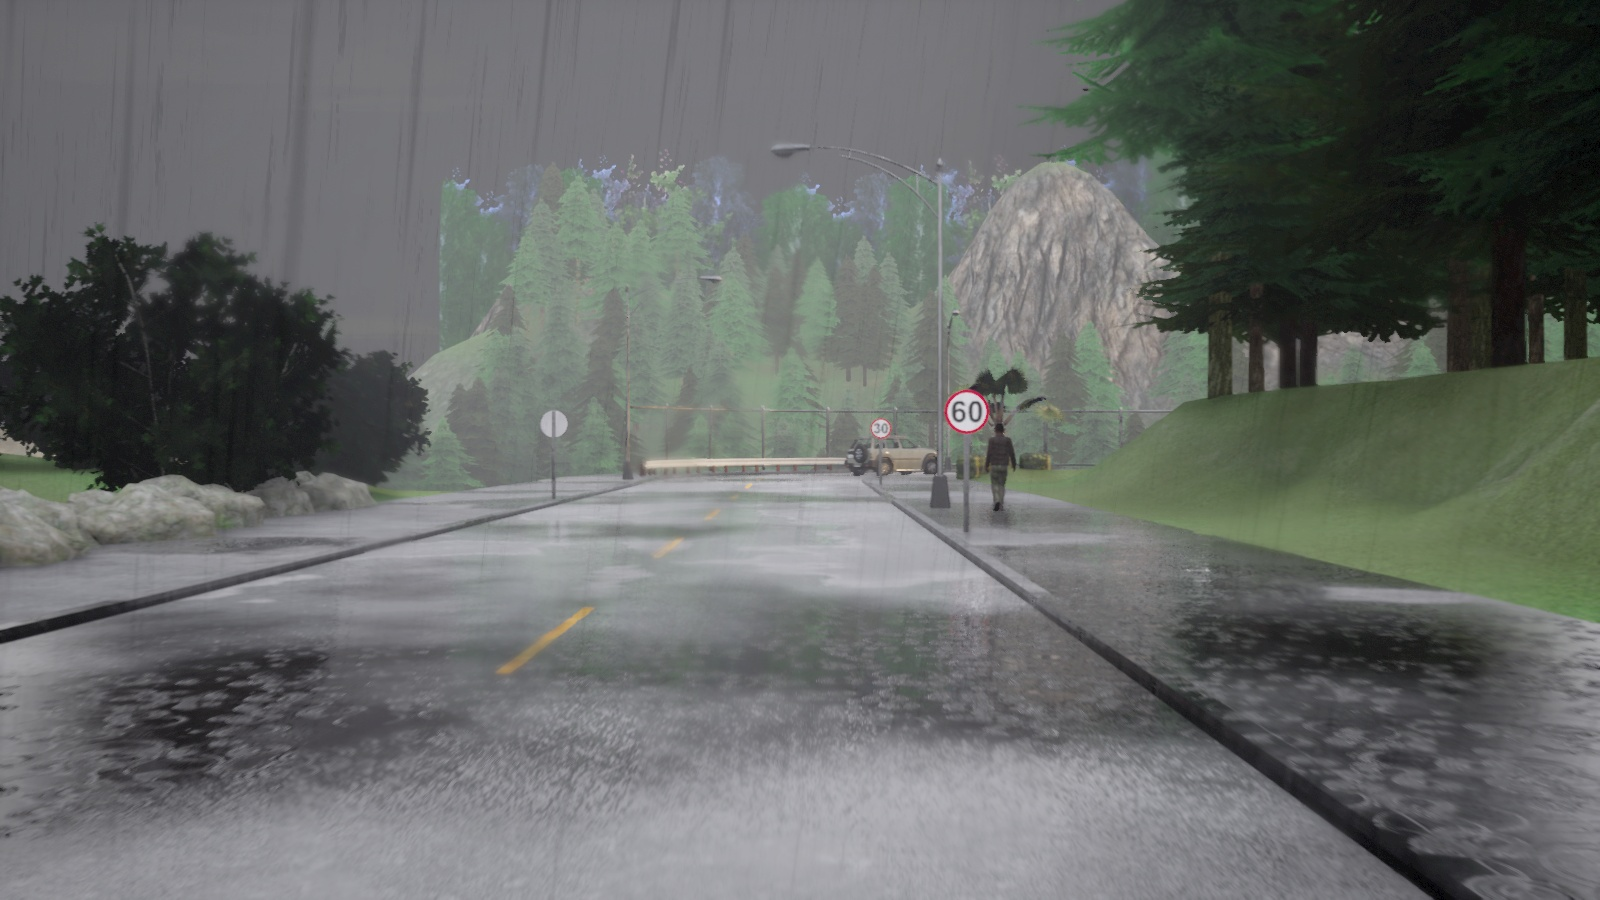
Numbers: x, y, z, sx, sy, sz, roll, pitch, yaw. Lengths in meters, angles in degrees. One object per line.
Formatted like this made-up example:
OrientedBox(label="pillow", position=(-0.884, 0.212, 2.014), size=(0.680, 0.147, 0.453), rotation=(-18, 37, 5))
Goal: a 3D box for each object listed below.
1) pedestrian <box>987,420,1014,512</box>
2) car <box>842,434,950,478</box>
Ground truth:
OrientedBox(label="pedestrian", position=(4.046, 0.317, 25.317), size=(0.431, 1.840, 0.703), rotation=(0, 0, 0))
OrientedBox(label="car", position=(4.292, 0.254, 55.761), size=(4.605, 1.855, 1.932), rotation=(0, -1, -37))
